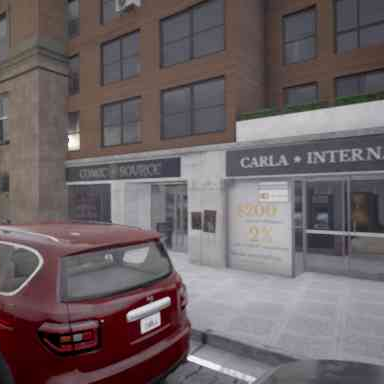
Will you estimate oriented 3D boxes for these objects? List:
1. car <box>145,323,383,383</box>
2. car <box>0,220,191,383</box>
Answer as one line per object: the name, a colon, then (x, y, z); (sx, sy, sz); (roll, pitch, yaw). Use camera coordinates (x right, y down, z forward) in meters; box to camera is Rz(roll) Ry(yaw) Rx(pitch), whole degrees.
car: (2.130, 1.551, 1.338); (4.403, 1.369, 2.008); (0, -1, 35)
car: (-2.332, 1.314, 4.522); (5.009, 1.841, 2.192); (0, -1, 35)
